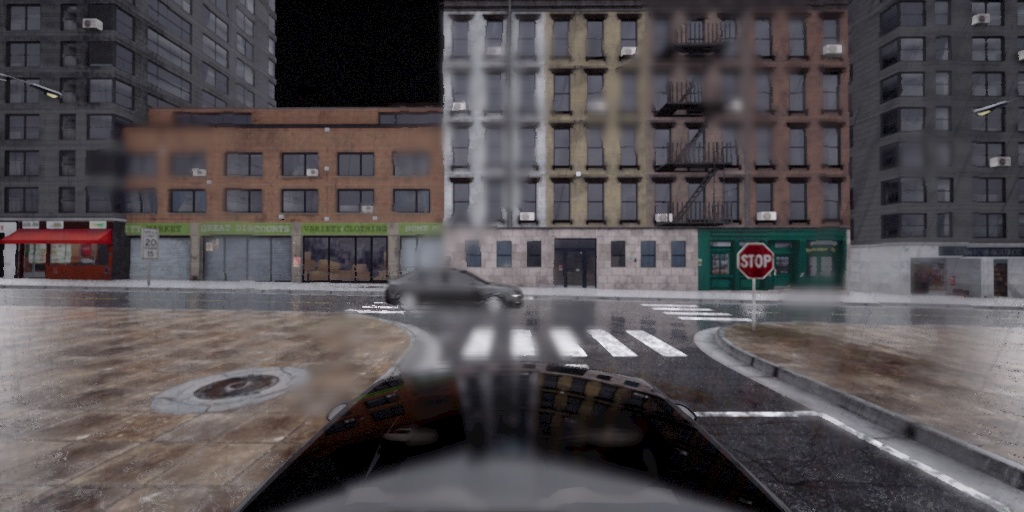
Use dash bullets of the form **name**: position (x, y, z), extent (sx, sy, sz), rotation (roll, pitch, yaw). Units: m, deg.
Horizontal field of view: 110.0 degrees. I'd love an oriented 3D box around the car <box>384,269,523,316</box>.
- **car**: position (-2.028, 1.230, 12.883), extent (4.892, 1.490, 1.837), rotation (1, 0, 0)
